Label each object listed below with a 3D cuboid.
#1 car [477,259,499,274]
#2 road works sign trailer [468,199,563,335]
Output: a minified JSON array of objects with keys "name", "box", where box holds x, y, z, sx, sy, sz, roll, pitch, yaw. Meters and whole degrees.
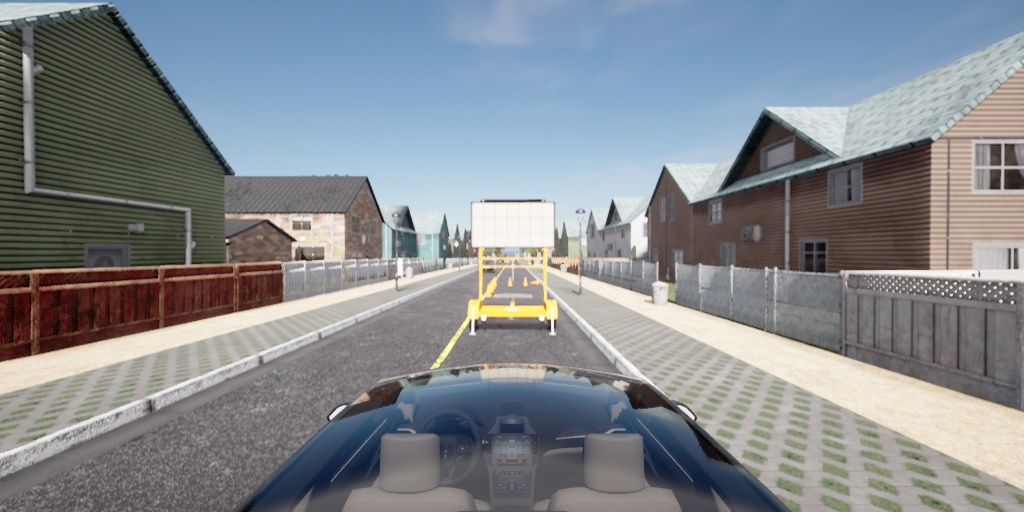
[{"name":"car","box":[-2.758,1.171,39.673,1.837,1.490,4.892,0,0,0]},{"name":"road works sign trailer","box":[0.029,0.179,10.352,2.380,3.560,2.880,0,0,1]}]
